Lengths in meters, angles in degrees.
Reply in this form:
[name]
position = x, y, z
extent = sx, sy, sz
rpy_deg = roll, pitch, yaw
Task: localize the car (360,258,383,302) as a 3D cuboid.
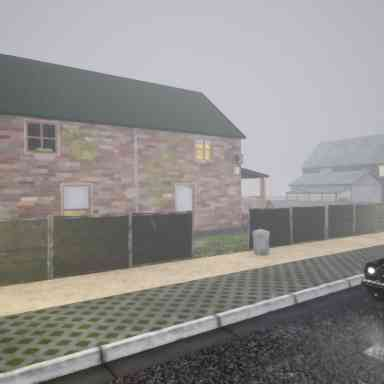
[car]
position = 5.613, 1.600, 7.057
extent = 4.718, 1.301, 1.895
rpy_deg = 0, 0, -35
